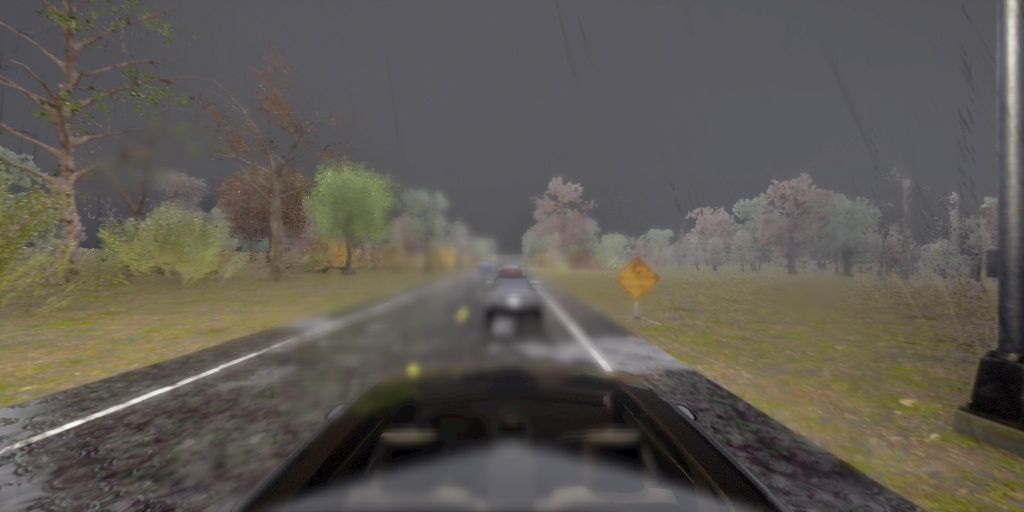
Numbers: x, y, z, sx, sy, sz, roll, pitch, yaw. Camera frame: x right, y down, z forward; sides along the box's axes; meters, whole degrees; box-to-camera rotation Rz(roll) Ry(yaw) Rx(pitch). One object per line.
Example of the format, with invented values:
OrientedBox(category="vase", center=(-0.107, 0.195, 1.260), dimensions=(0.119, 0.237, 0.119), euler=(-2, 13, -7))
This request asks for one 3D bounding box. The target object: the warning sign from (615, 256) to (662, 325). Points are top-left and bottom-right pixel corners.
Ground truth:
OrientedBox(category="warning sign", center=(3.547, 0.923, 10.110), dimensions=(1.300, 1.860, 1.060), euler=(0, 0, 0))

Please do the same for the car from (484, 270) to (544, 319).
OrientedBox(category="car", center=(0.071, 1.393, 13.181), dimensions=(1.994, 1.385, 4.181), euler=(0, 0, 0))

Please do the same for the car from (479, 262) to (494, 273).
OrientedBox(category="car", center=(-3.596, 1.580, 51.397), dimensions=(1.882, 1.535, 5.008), euler=(0, -1, 0))

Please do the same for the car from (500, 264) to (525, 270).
OrientedBox(category="car", center=(0.067, 1.419, 29.098), dimensions=(1.882, 1.535, 5.008), euler=(0, 0, 0))
